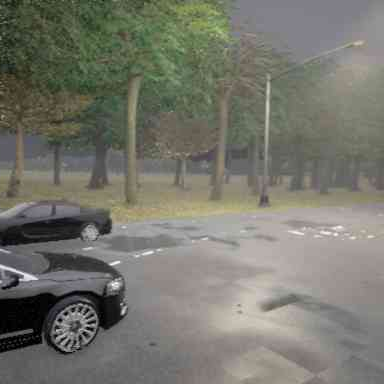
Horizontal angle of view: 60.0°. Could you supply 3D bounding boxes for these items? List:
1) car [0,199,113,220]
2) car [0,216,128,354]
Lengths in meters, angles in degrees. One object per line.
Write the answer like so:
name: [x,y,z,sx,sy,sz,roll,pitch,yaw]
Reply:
car: [-5.213,1.008,11.365,5.008,1.535,1.882,-1,3,-37]
car: [-3.220,1.306,4.137,4.902,1.511,2.128,0,3,-37]
